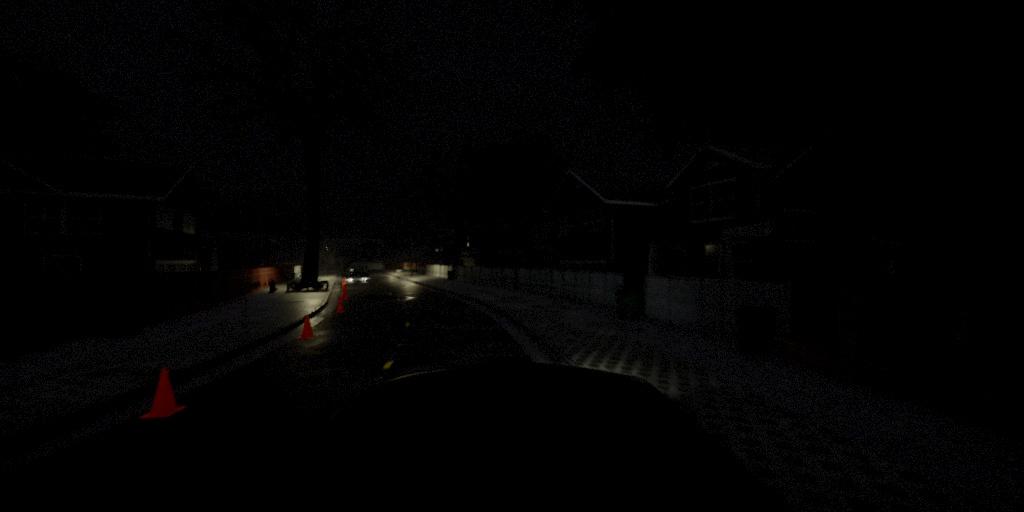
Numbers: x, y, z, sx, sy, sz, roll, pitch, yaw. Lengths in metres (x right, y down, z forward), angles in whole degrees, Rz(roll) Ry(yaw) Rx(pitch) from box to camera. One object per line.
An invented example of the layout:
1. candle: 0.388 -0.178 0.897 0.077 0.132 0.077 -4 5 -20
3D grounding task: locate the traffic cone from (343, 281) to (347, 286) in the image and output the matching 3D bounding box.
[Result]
1. traffic cone: -10.609 2.028 22.802 0.340 0.580 0.340 0 0 -25

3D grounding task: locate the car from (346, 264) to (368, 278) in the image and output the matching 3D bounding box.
1. car: -19.347 1.731 44.641 2.097 1.767 4.553 0 -1 -31

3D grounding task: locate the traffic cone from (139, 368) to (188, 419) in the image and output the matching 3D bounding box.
1. traffic cone: -4.578 1.770 4.720 0.340 0.580 0.340 0 0 -6

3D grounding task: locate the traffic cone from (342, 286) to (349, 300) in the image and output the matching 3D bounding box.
1. traffic cone: -8.484 1.960 18.276 0.340 0.580 0.340 0 0 -25

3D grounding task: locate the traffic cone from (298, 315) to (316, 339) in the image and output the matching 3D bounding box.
1. traffic cone: -5.352 1.831 9.367 0.340 0.580 0.340 0 0 -13

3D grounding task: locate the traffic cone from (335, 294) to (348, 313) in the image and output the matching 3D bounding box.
1. traffic cone: -6.656 1.895 13.895 0.340 0.580 0.340 0 0 -19

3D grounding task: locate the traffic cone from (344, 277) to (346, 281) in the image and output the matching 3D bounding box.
1. traffic cone: -12.734 2.096 27.327 0.340 0.580 0.340 0 0 -25
